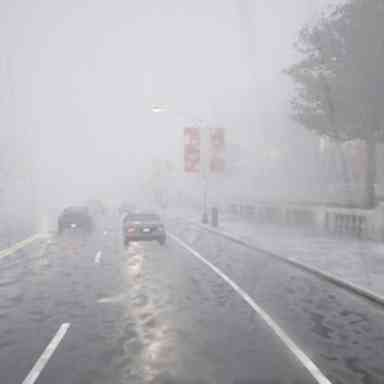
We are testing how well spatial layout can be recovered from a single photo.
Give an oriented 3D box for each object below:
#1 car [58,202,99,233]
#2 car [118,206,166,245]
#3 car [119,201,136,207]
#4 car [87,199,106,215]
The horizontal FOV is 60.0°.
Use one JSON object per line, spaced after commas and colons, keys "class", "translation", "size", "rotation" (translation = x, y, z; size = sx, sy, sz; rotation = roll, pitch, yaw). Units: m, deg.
{"class": "car", "translation": [-7.047, 1.607, 20.661], "size": [1.837, 1.490, 4.892], "rotation": [0, 0, -12]}
{"class": "car", "translation": [-2.403, 1.611, 15.999], "size": [2.033, 1.411, 5.357], "rotation": [0, 0, -12]}
{"class": "car", "translation": [-7.263, 1.721, 37.552], "size": [1.994, 1.385, 4.181], "rotation": [0, 0, -13]}
{"class": "car", "translation": [-10.583, 1.523, 36.366], "size": [2.097, 1.767, 4.553], "rotation": [0, 0, -13]}
